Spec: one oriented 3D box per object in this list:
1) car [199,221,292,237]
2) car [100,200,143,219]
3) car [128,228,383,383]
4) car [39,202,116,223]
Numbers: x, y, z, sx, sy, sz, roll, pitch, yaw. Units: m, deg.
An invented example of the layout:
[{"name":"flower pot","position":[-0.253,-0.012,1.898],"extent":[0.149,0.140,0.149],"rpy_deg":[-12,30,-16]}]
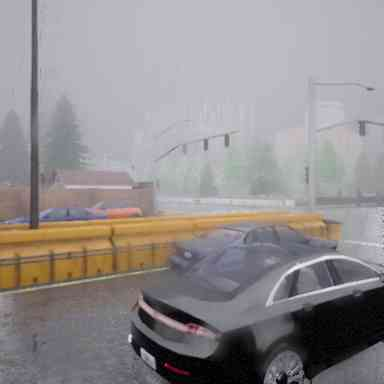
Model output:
[{"name":"car","position":[1.942,1.550,9.430],"extent":[5.357,1.411,2.033],"rpy_deg":[0,0,-35]},{"name":"car","position":[-5.545,1.353,21.475],"extent":[4.553,1.767,2.097],"rpy_deg":[0,0,-35]},{"name":"car","position":[1.520,1.493,4.832],"extent":[4.902,1.511,2.128],"rpy_deg":[0,0,-36]},{"name":"car","position":[-6.618,1.478,16.444],"extent":[5.008,1.535,1.882],"rpy_deg":[0,0,-35]}]
